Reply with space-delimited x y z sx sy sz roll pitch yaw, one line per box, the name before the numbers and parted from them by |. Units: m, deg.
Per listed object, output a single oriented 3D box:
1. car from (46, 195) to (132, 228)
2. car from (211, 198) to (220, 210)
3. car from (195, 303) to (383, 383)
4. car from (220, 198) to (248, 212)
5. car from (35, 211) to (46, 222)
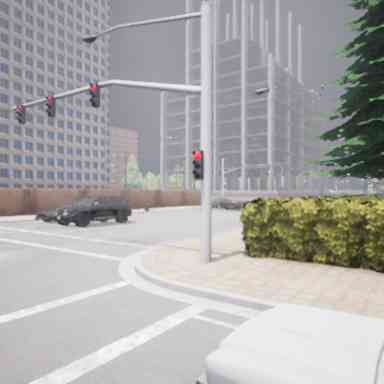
car | -6.580 1.220 22.671 2.150 2.045 5.566 0 0 35
car | 3.523 1.496 42.788 1.837 1.490 4.892 0 0 36
car | 2.356 1.603 2.288 4.718 1.301 1.895 0 0 36
car | 5.617 1.601 39.714 1.895 1.301 4.718 0 0 36
car | -8.997 1.536 25.322 2.033 1.411 5.357 0 0 35
